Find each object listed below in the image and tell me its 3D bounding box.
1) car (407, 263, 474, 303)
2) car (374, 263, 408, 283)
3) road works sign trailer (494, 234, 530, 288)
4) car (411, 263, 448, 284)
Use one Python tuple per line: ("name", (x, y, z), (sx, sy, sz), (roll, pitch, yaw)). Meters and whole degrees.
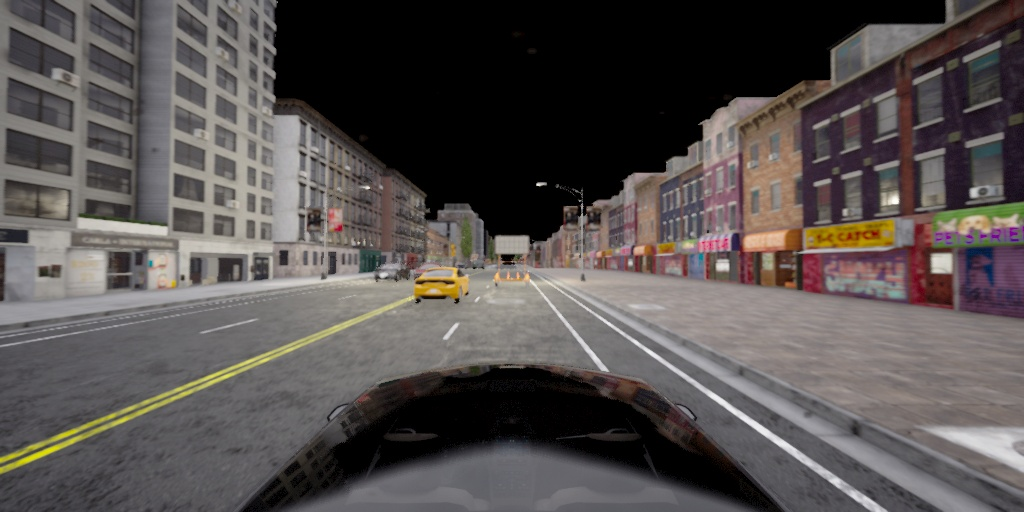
("car", (-3.149, 1.262, 16.883), (1.882, 1.535, 5.008), (0, 0, 0))
("car", (-9.839, 1.362, 29.836), (2.128, 1.511, 4.902), (0, -1, 0))
("road works sign trailer", (0.003, 0.291, 24.448), (2.380, 3.560, 2.880), (0, 0, 0))
("car", (-6.591, 1.343, 29.294), (1.882, 1.535, 5.008), (0, -1, 0))
